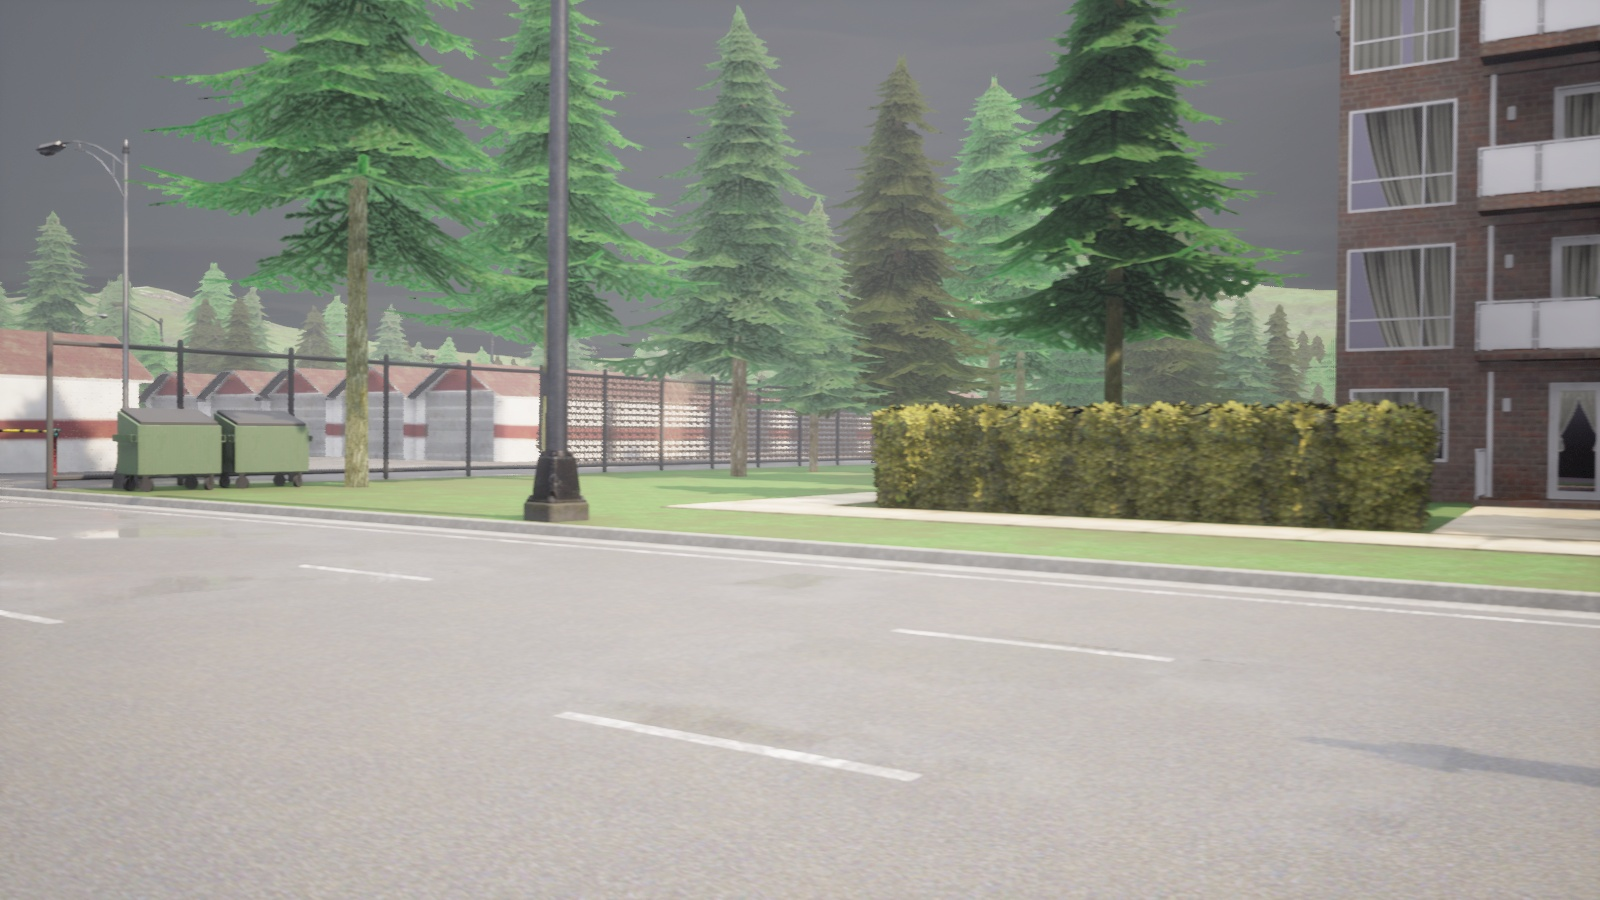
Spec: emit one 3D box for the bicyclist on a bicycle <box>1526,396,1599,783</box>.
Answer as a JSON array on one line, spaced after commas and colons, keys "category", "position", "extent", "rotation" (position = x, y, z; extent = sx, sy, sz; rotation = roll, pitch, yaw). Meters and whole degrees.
[{"category": "bicyclist on a bicycle", "position": [3.978, 0.577, 5.181], "extent": [1.656, 1.620, 0.582], "rotation": [-1, 1, 34]}]
